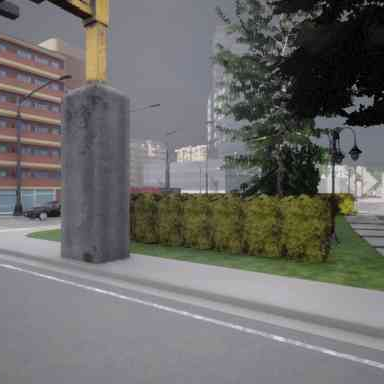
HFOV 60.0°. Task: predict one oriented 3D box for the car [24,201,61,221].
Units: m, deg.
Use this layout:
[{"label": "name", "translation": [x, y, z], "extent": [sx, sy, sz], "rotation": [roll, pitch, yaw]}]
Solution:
[{"label": "car", "translation": [-11.456, 1.478, 27.960], "extent": [1.882, 1.535, 5.008], "rotation": [0, 0, 36]}]
